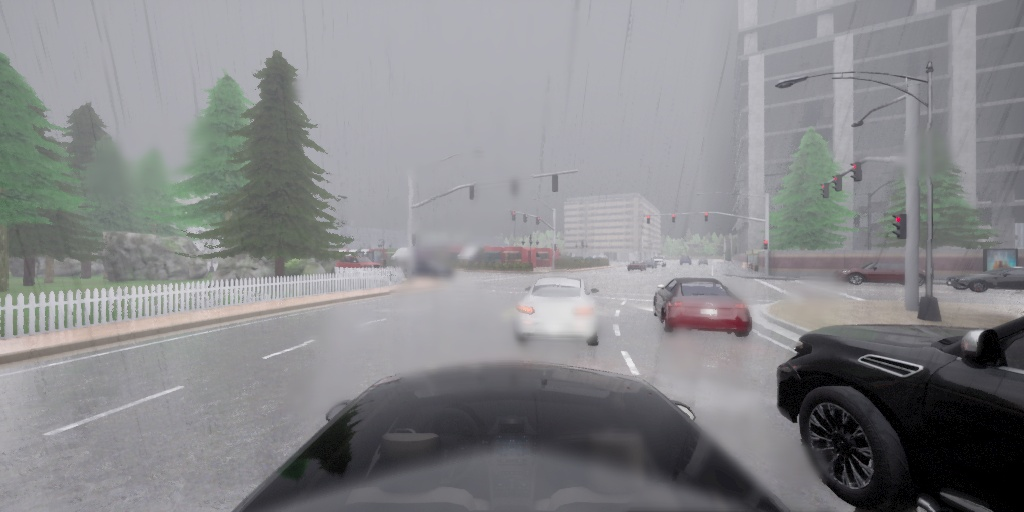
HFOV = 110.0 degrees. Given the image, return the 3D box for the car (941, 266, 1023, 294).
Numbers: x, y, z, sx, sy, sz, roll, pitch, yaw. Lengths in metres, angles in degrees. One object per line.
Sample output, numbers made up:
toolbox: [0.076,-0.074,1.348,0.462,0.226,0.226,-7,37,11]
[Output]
car: [28.011,1.331,20.151,4.674,1.442,1.812,0,0,29]

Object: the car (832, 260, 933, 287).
car: [25.926,1.157,25.385,4.553,1.767,2.097,0,0,30]

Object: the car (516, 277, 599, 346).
car: [1.279,1.276,9.421,1.812,1.442,4.674,0,0,11]

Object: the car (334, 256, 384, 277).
car: [-15.646,1.027,36.692,5.566,2.045,2.150,0,0,30]

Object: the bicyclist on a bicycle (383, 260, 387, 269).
bicyclist on a bicycle: [-15.714,1.258,44.291,0.582,1.620,1.656,0,0,-22]

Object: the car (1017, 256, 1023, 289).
car: [34.261,1.027,20.651,5.566,2.045,2.150,0,0,30]

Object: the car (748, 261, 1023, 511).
car: [3.737,0.971,1.199,2.150,2.045,5.566,0,0,0]

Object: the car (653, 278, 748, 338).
car: [5.301,1.314,10.427,1.994,1.385,4.181,0,0,17]

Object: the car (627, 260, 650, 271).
car: [16.789,1.351,48.168,1.895,1.301,4.718,0,0,29]

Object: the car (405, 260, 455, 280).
car: [-7.306,1.157,31.952,4.553,1.767,2.097,0,0,30]

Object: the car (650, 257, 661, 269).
car: [22.119,1.297,57.684,2.033,1.411,5.357,0,0,30]
